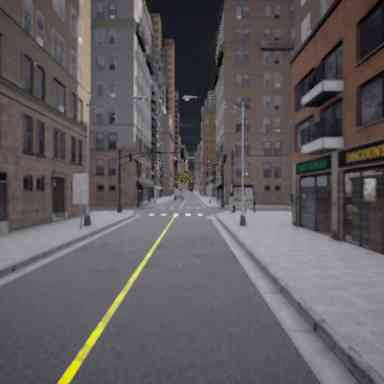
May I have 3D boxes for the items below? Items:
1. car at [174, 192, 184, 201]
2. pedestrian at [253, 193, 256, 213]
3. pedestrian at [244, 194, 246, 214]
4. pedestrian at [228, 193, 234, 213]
[{"bbox_3d":[-3.005,0.920,76.116,2.150,2.045,5.566,0,0,0],"label":"car"},{"bbox_3d":[5.633,0.998,30.134,0.375,1.860,0.375,0,0,0],"label":"pedestrian"},{"bbox_3d":[4.633,1.010,29.534,0.375,1.860,0.375,0,0,0],"label":"pedestrian"},{"bbox_3d":[3.633,1.007,30.734,0.375,1.860,0.375,0,0,0],"label":"pedestrian"}]
